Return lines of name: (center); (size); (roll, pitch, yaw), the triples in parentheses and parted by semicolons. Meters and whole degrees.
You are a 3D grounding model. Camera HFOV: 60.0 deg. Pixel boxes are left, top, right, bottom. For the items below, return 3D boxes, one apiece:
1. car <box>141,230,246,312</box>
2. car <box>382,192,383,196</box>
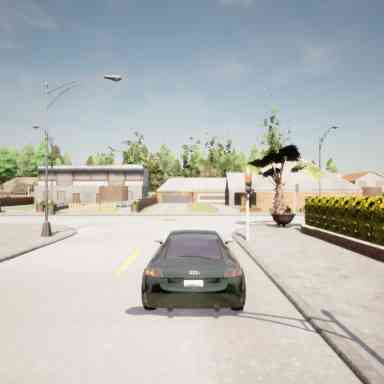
car: (0.042, 1.564, 7.790); (1.994, 1.385, 4.181); (0, 0, 0)
car: (37.875, 0.973, 64.998); (1.905, 1.878, 3.866); (0, 0, 0)
